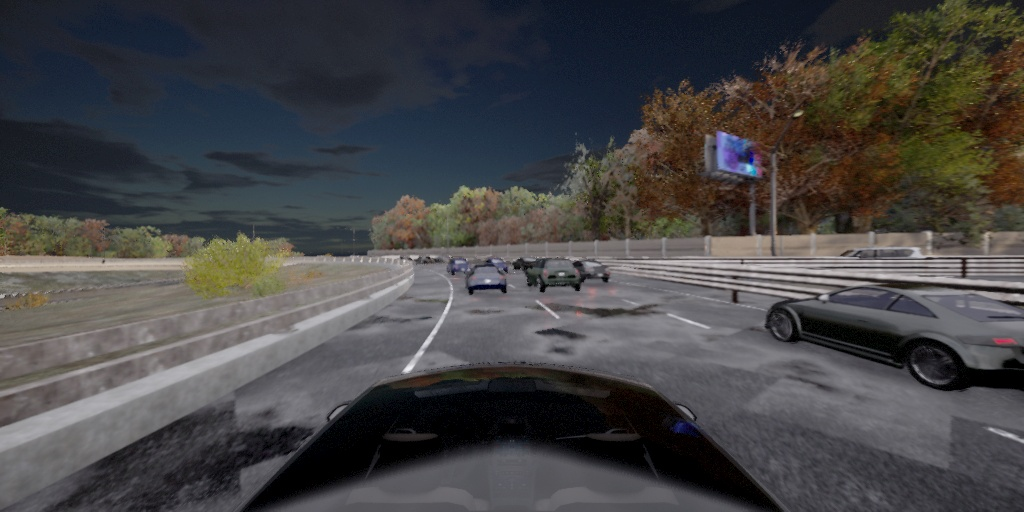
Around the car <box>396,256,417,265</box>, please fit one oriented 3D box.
[{"bbox_3d":[-18.600,0.779,61.741,1.837,1.490,4.892,-1,1,-35],"label":"car"}]

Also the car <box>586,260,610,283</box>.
[{"bbox_3d":[4.858,0.959,23.813,1.812,1.442,4.674,-1,1,-12],"label":"car"}]

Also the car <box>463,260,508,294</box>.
[{"bbox_3d":[-1.427,1.129,19.042,1.994,1.385,4.181,-1,1,-9],"label":"car"}]

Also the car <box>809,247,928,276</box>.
[{"bbox_3d":[22.941,0.441,23.302,5.566,2.045,2.150,0,1,21],"label":"car"}]

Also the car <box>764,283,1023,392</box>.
[{"bbox_3d":[6.803,1.180,6.480,1.994,1.385,4.181,-1,1,-2],"label":"car"}]

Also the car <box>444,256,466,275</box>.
[{"bbox_3d":[-4.958,0.964,33.539,1.812,1.442,4.674,-1,1,-17],"label":"car"}]

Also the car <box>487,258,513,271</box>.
[{"bbox_3d":[-1.736,0.908,34.956,1.812,1.442,4.674,-1,1,-17],"label":"car"}]

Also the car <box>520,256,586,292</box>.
[{"bbox_3d":[2.068,0.870,19.403,2.097,1.767,4.553,-1,1,-9],"label":"car"}]

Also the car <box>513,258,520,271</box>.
[{"bbox_3d":[1.435,0.804,36.501,1.882,1.535,5.008,-1,1,-17],"label":"car"}]
